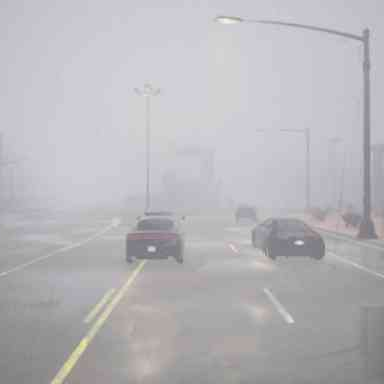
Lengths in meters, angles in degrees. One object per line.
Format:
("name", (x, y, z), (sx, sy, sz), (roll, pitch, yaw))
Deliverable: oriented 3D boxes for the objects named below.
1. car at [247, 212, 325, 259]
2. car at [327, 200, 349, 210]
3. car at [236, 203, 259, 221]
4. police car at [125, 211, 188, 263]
("car", (3.611, 1.694, 13.157), (1.994, 1.385, 4.181), (0, -1, 0))
("car", (22.787, 1.978, 51.078), (5.008, 1.535, 1.882), (0, -1, -36))
("car", (5.079, 1.793, 30.723), (2.128, 1.511, 4.902), (0, -1, 11))
("police car", (-1.220, 1.551, 12.658), (1.930, 1.638, 5.238), (0, -1, 0))
